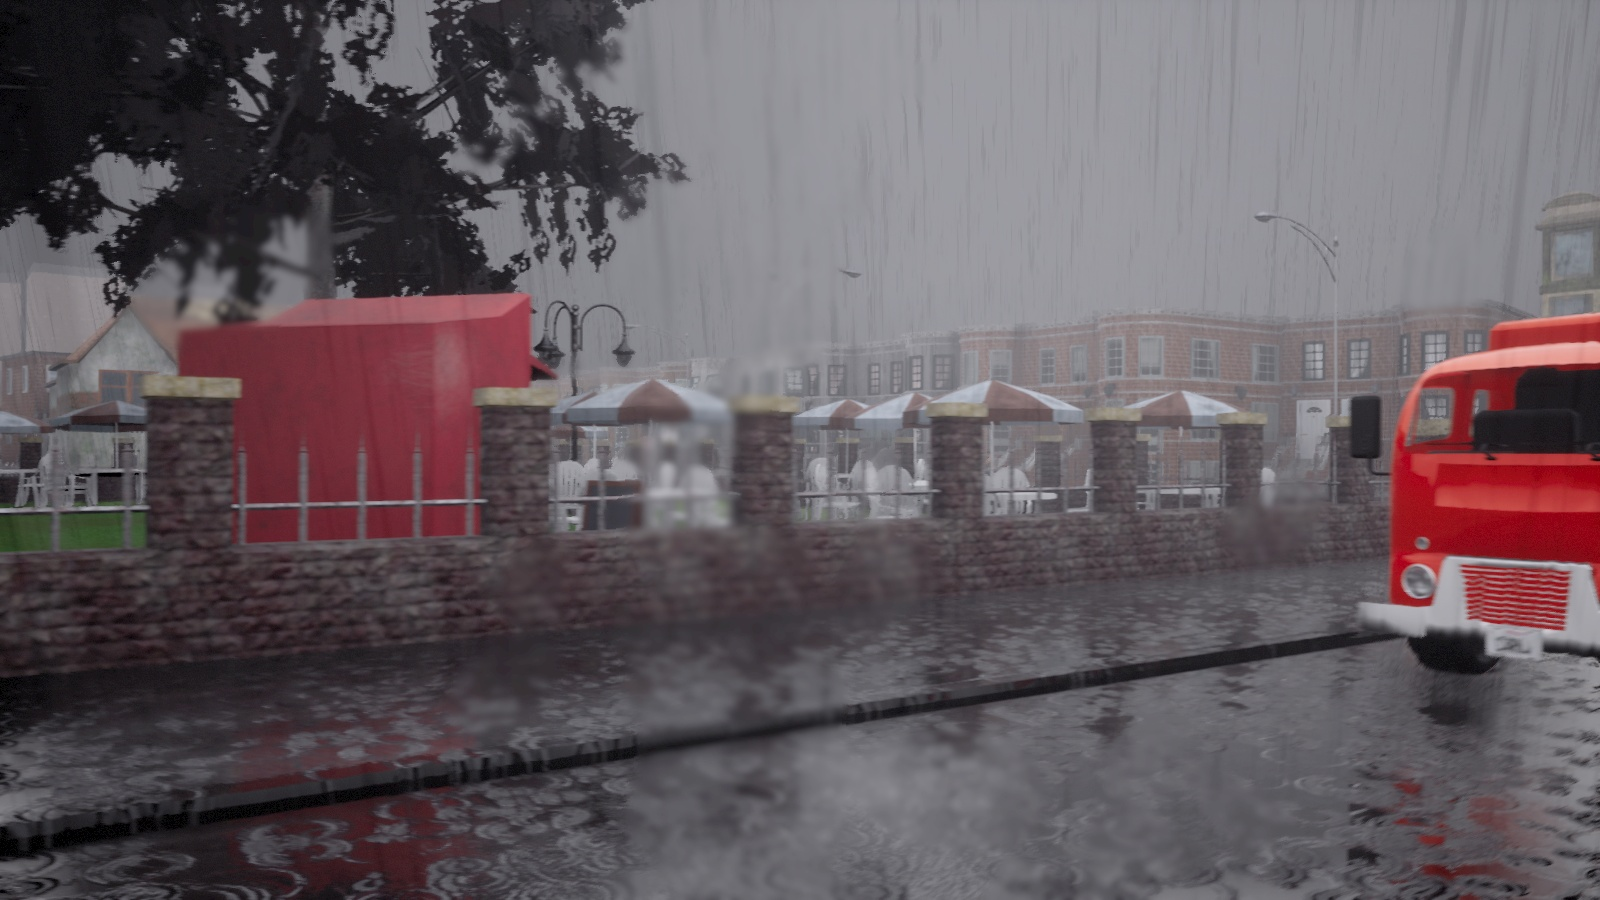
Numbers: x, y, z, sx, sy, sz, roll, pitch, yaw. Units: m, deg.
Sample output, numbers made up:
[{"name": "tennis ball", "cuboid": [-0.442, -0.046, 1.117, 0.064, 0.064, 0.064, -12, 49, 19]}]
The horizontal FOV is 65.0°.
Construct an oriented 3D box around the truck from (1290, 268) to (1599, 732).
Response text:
[{"name": "truck", "cuboid": [6.082, 0.268, 8.598, 5.204, 2.467, 2.627, 0, 0, -35]}]
